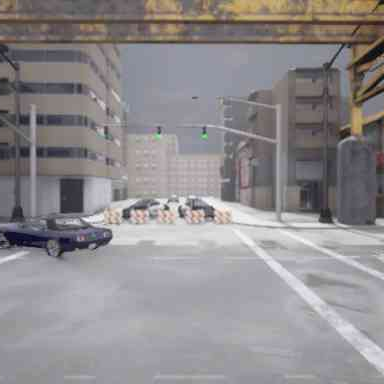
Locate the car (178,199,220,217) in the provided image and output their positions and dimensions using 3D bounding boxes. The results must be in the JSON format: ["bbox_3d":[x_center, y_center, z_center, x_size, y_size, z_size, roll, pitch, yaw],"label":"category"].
[{"bbox_3d":[0.434,1.189,26.391,1.853,1.218,4.536,0,0,-20],"label":"car"}]

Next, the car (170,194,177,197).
[{"bbox_3d":[-3.427,1.202,61.452,2.038,1.542,4.974,0,0,0],"label":"car"}]

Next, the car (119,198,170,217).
[{"bbox_3d":[-3.687,1.184,26.688,1.853,1.218,4.536,0,0,25],"label":"car"}]

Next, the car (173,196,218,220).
[{"bbox_3d":[0.452,1.346,26.343,2.038,1.542,4.974,0,0,-20],"label":"car"}]

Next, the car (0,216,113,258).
[{"bbox_3d":[-5.355,1.546,12.444,4.718,1.301,1.895,0,0,29],"label":"car"}]

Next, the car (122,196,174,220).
[{"bbox_3d":[-3.709,1.342,26.641,2.038,1.542,4.974,0,0,25],"label":"car"}]

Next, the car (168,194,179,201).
[{"bbox_3d":[-3.428,1.044,61.504,1.853,1.218,4.536,0,0,0],"label":"car"}]

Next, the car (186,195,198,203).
[{"bbox_3d":[0.023,1.081,52.990,1.853,1.218,4.536,0,0,0],"label":"car"}]
